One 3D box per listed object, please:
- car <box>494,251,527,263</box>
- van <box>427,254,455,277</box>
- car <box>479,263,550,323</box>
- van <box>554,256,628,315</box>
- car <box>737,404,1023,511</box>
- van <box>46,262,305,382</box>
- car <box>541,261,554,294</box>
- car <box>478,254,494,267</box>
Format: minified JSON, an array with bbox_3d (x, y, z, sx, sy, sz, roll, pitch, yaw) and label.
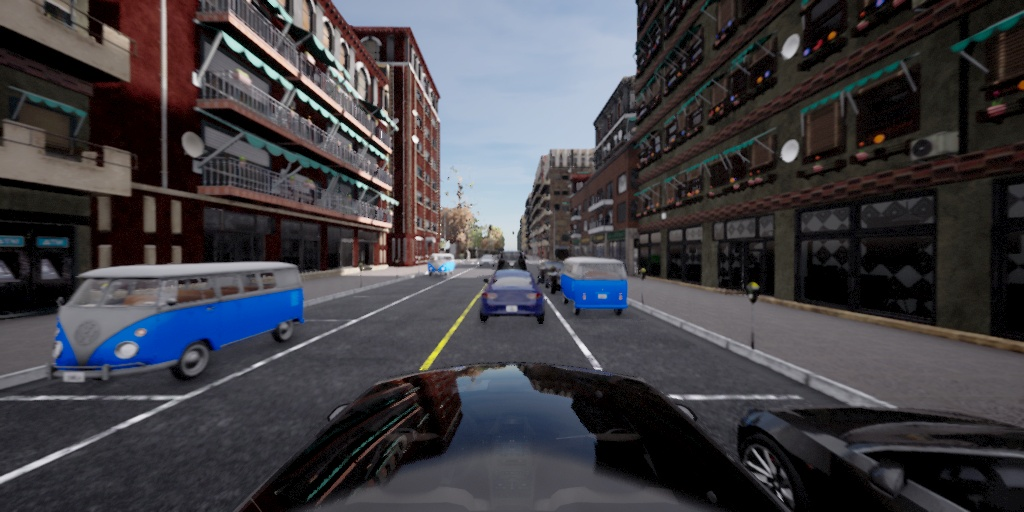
[{"bbox_3d":[-0.004,0.602,28.412,2.150,2.045,5.566,0,1,0],"label":"car"},{"bbox_3d":[-5.763,0.706,29.412,1.690,1.789,3.998,0,0,0],"label":"van"},{"bbox_3d":[0.028,1.138,11.413,1.812,1.442,4.674,0,1,1],"label":"car"},{"bbox_3d":[2.664,0.939,12.452,1.690,1.789,3.998,0,0,0],"label":"van"},{"bbox_3d":[2.694,1.324,1.128,1.948,1.339,4.313,0,0,0],"label":"car"},{"bbox_3d":[-5.701,1.020,6.767,1.690,1.789,3.998,0,0,0],"label":"van"},{"bbox_3d":[2.649,1.085,18.113,1.948,1.339,4.313,0,0,0],"label":"car"},{"bbox_3d":[-3.197,0.660,46.661,1.812,1.442,4.674,0,1,0],"label":"car"}]
